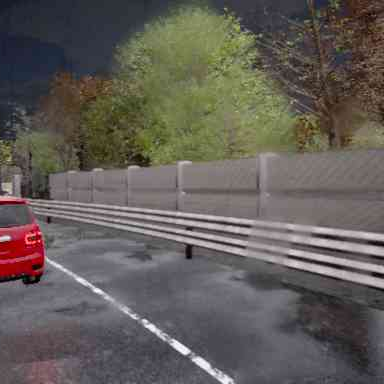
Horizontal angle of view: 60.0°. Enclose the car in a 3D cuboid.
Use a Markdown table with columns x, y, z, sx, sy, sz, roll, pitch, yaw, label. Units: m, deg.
| x | y | z | sx | sy | sz | roll | pitch | yaw | label |
| --- | --- | --- | --- | --- | --- | --- | --- | --- | --- |
| -5.328 | 1.081 | 8.144 | 2.150 | 2.045 | 5.566 | -2 | 2 | -38 | car |
